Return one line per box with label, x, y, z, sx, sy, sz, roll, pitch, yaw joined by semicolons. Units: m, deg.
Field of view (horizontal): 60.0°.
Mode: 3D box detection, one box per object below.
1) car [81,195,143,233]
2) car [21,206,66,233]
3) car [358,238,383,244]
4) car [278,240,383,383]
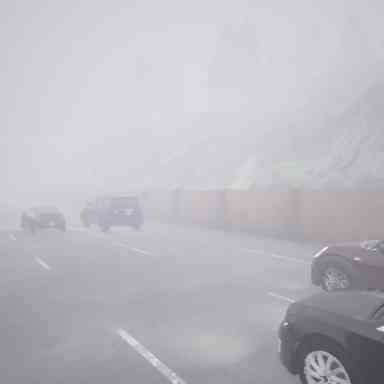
car;-4.940;1.222;20.153;2.150;2.045;5.566;0;0;-35
car;-8.758;1.522;19.509;1.812;1.442;4.674;0;0;-35
car;4.631;1.355;6.375;2.097;1.767;4.553;0;0;-35
car;2.936;1.506;2.669;1.837;1.490;4.892;0;0;-35
